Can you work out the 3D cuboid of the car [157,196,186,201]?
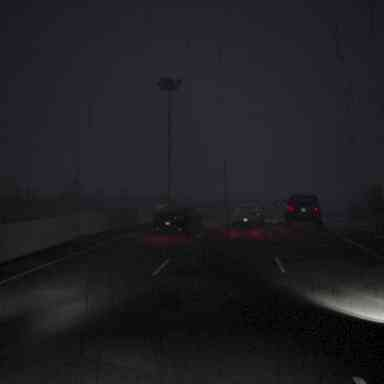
[{"bbox_3d":[-2.876,1.428,35.417,2.128,1.511,4.902,0,0,22],"label":"car"}]

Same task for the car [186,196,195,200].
[{"bbox_3d":[-1.134,1.438,55.961,1.882,1.535,5.008,0,0,26],"label":"car"}]

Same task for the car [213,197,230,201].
[{"bbox_3d":[5.461,1.587,61.666,1.895,1.301,4.718,0,0,25],"label":"car"}]

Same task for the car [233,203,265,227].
[{"bbox_3d":[3.930,1.479,22.635,1.812,1.442,4.674,0,0,16],"label":"car"}]

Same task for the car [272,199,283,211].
[{"bbox_3d":[11.055,1.513,40.399,2.033,1.411,5.357,0,0,25],"label":"car"}]

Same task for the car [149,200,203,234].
[{"bbox_3d":[-0.666,1.428,19.098,1.882,1.535,5.008,0,0,13],"label":"car"}]

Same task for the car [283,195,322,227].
[{"bbox_3d":[7.485,1.181,22.514,2.150,2.045,5.566,0,0,17],"label":"car"}]
